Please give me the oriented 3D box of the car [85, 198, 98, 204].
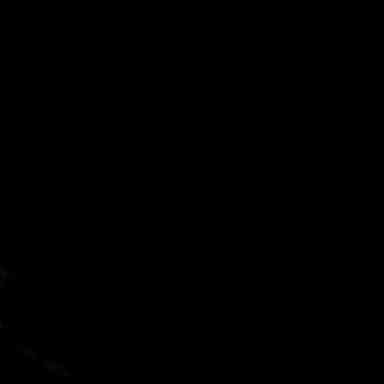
[{"bbox_3d":[-16.016,1.339,48.390,1.882,1.535,5.008,0,0,33],"label":"car"}]
